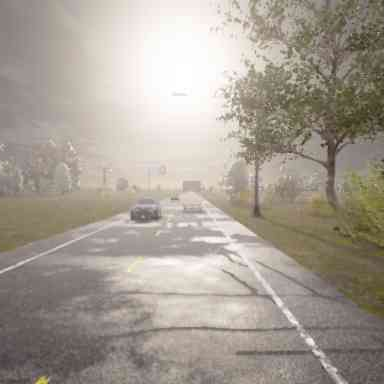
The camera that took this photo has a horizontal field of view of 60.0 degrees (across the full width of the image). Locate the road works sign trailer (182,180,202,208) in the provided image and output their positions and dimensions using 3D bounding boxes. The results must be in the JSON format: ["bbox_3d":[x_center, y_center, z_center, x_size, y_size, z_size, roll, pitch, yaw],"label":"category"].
[{"bbox_3d":[-0.007,0.274,43.438,2.380,3.560,2.880,0,0,0],"label":"road works sign trailer"}]

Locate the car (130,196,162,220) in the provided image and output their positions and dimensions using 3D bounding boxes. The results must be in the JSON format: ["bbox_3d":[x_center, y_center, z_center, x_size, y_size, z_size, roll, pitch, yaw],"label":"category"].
[{"bbox_3d":[-3.600,1.230,26.717,2.097,1.767,4.553,0,0,0],"label":"car"}]

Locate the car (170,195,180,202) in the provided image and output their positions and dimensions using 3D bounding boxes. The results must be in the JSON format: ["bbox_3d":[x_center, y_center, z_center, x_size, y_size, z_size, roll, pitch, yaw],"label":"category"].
[{"bbox_3d":[-3.511,1.316,68.152,1.895,1.301,4.718,0,0,0],"label":"car"}]
